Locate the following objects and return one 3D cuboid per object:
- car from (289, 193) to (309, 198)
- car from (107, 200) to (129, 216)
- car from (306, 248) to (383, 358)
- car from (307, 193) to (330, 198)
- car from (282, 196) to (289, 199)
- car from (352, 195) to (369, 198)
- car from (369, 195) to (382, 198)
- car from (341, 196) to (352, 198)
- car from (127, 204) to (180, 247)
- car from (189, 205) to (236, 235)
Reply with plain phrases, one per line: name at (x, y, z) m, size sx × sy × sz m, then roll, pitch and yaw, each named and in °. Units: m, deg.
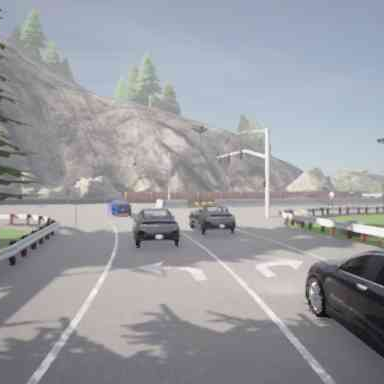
car at (22.815, 1.205, 66.064) m, size 5.566 × 2.045 × 2.150 m, roll 0°, pitch 0°, yaw -18°
car at (-7.413, 1.530, 33.722) m, size 1.882 × 1.535 × 5.008 m, roll 0°, pitch 0°, yaw -21°
car at (3.187, 1.499, 4.540) m, size 1.837 × 1.490 × 4.892 m, roll 0°, pitch 0°, yaw -3°
car at (24.952, 1.449, 63.094) m, size 5.008 × 1.535 × 1.882 m, roll 0°, pitch 0°, yaw -18°
car at (20.821, 1.343, 69.091) m, size 4.553 × 1.767 × 2.097 m, roll 0°, pitch 0°, yaw -18°
car at (37.847, 1.464, 72.194) m, size 4.902 × 1.511 × 2.128 m, roll 0°, pitch 0°, yaw -29°
car at (39.574, 1.455, 69.151) m, size 4.674 × 1.442 × 1.812 m, roll 0°, pitch 0°, yaw -29°
car at (34.915, 1.502, 74.623) m, size 4.181 × 1.385 × 1.994 m, roll 0°, pitch 0°, yaw -25°
car at (-1.728, 1.508, 15.132) m, size 2.128 × 1.511 × 4.902 m, roll 0°, pitch 0°, yaw -11°
car at (1.046, 1.504, 19.141) m, size 2.128 × 1.511 × 4.902 m, roll 0°, pitch 0°, yaw -11°
